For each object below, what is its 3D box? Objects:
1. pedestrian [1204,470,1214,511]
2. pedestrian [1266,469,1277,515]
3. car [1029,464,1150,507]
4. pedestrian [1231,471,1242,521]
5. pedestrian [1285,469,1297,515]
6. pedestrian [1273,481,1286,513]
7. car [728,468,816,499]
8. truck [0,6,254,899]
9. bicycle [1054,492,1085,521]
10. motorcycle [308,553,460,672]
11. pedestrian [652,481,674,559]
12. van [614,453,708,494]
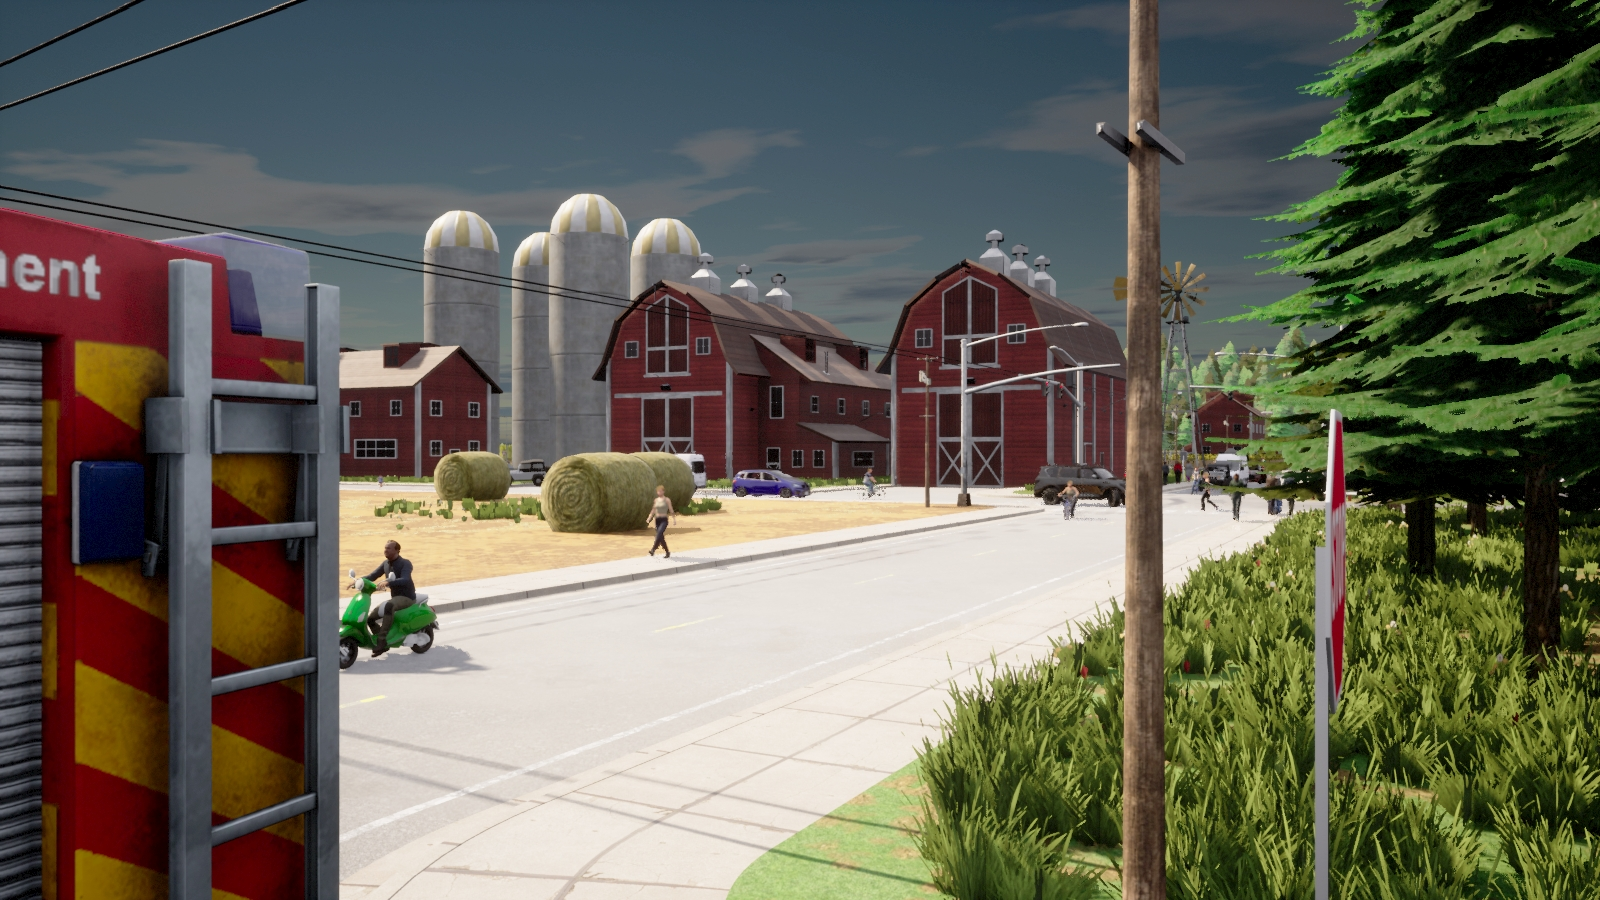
[{"bbox_3d":[18.635,1.839,52.061,0.375,1.860,0.375,0,0,25],"label":"pedestrian"},{"bbox_3d":[19.155,1.695,46.418,0.375,1.860,0.375,0,0,28],"label":"pedestrian"},{"bbox_3d":[14.557,1.762,57.638,5.566,2.045,2.150,0,-1,39],"label":"car"},{"bbox_3d":[16.130,1.696,42.213,0.375,1.860,0.375,0,0,26],"label":"pedestrian"},{"bbox_3d":[19.934,1.694,46.390,0.375,1.860,0.375,0,0,30],"label":"pedestrian"},{"bbox_3d":[20.059,1.976,47.840,0.375,1.300,0.375,0,0,-42],"label":"pedestrian"},{"bbox_3d":[-1.635,1.941,66.474,4.611,1.667,2.242,0,0,27],"label":"car"},{"bbox_3d":[-6.096,0.866,3.627,8.468,3.827,2.891,0,0,22],"label":"truck"},{"bbox_3d":[10.813,2.256,45.829,0.859,1.080,1.487,0,0,28],"label":"bicycle"},{"bbox_3d":[-5.561,2.142,15.387,0.856,1.316,1.805,0,0,28],"label":"motorcycle"},{"bbox_3d":[-3.329,1.694,27.801,0.375,1.860,0.375,0,0,25],"label":"pedestrian"},{"bbox_3d":[-9.044,1.507,74.234,5.915,2.561,1.988,0,0,27],"label":"van"}]
